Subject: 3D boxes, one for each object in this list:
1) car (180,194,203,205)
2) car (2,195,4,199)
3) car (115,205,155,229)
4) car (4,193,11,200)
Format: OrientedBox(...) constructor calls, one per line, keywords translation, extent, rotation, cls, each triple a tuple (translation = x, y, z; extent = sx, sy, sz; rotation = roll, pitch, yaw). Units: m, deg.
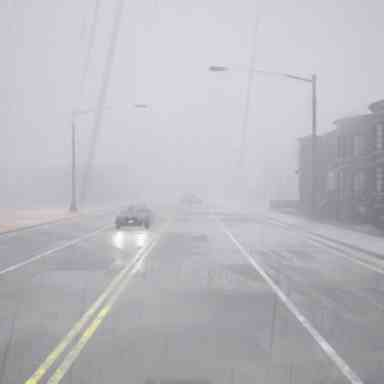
OrientedBox(translation=(-0.135, 1.206, 55.869), extent=(2.097, 1.767, 4.553), rotation=(0, 0, -34), cls="car")
OrientedBox(translation=(-46.009, 1.574, 75.796), extent=(3.806, 1.475, 1.970), rotation=(-1, 0, -1), cls="car")
OrientedBox(translation=(-3.504, 1.501, 21.030), extent=(1.994, 1.385, 4.181), rotation=(0, 0, 0), cls="car")
OrientedBox(translation=(-45.129, 1.177, 83.915), extent=(5.027, 1.636, 2.152), rotation=(0, 0, -1), cls="car")
